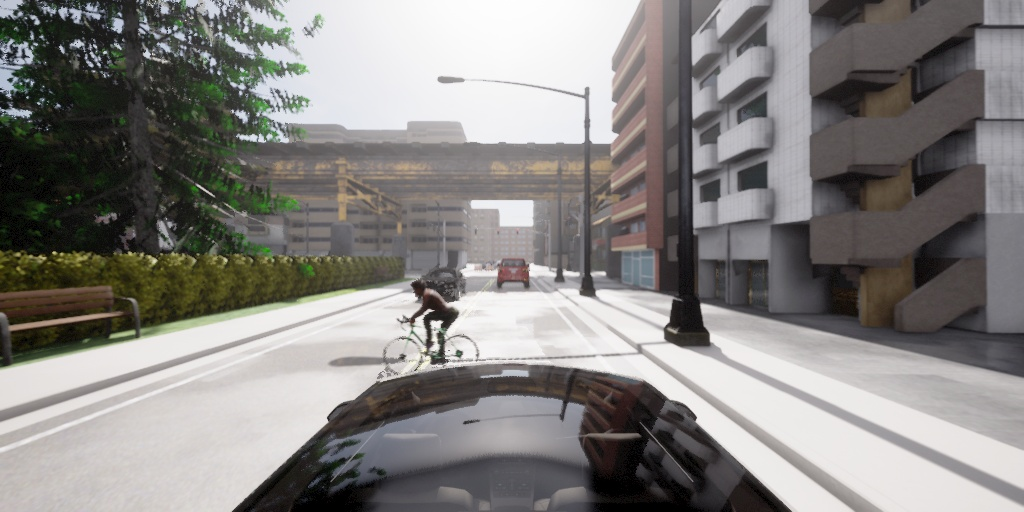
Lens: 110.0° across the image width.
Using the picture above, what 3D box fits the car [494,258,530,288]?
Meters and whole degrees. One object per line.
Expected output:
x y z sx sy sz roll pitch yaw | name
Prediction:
0.098 1.141 25.831 2.150 2.045 5.566 0 0 0 | car

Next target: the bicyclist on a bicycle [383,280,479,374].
-1.397 1.234 6.112 1.656 1.620 0.582 -2 0 0 | bicyclist on a bicycle

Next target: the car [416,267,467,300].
-3.546 1.347 18.718 1.882 1.535 5.008 0 0 0 | car
